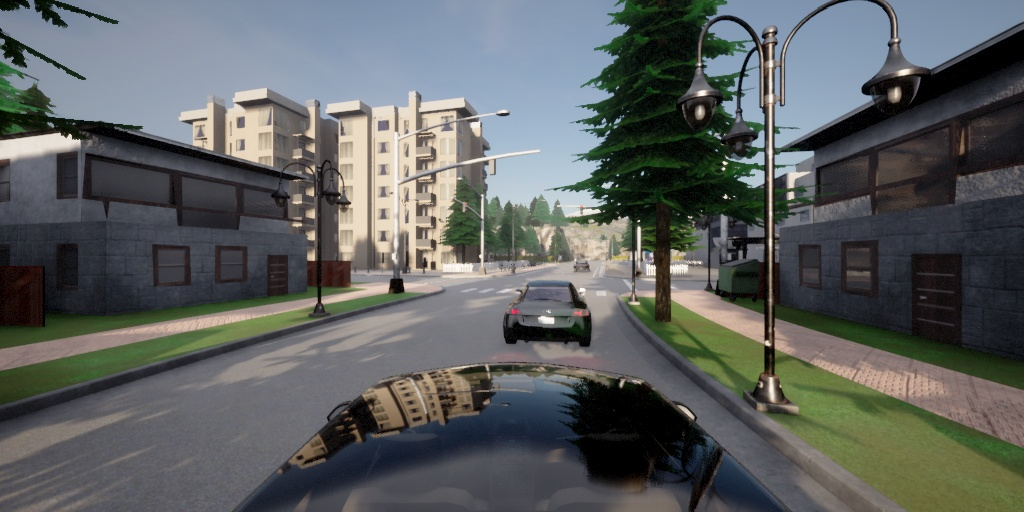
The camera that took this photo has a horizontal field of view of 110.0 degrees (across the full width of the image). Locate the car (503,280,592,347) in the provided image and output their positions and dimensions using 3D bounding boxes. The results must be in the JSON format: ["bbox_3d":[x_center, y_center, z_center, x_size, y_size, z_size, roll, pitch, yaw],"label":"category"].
[{"bbox_3d":[1.005,1.314,9.454,1.994,1.385,4.181,0,0,8],"label":"car"}]

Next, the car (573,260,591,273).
[{"bbox_3d":[8.776,1.275,44.988,2.128,1.511,4.902,0,0,14],"label":"car"}]
